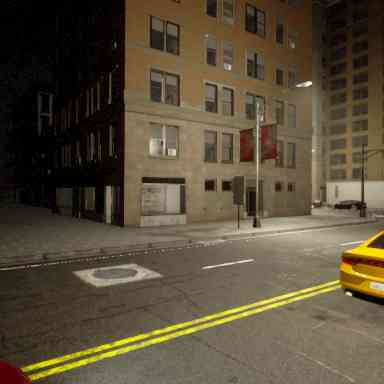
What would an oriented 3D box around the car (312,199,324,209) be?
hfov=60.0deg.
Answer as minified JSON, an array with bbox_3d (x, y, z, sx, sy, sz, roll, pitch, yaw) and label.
[{"bbox_3d":[15.578,1.582,44.937,2.008,1.369,4.403,0,0,-35],"label":"car"}]

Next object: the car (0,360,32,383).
[{"bbox_3d":[-3.101,1.526,1.223,4.674,1.442,1.812,0,0,-36],"label":"car"}]

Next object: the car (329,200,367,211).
[{"bbox_3d":[18.854,1.596,40.319,1.947,1.339,4.313,0,0,-35],"label":"car"}]

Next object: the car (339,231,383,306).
[{"bbox_3d":[5.222,1.478,7.183,5.008,1.535,1.882,0,0,-35],"label":"car"}]
